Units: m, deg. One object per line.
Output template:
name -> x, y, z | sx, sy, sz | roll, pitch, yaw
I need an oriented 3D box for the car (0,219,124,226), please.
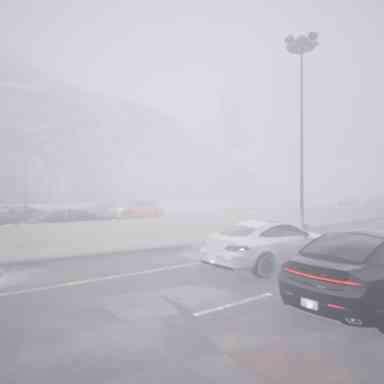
car -> -6.474, 1.583, 16.695 | 5.357, 1.411, 2.033 | 0, 0, -37

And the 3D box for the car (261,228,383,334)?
car -> 3.776, 1.512, 6.707 | 4.892, 1.490, 1.837 | 0, 0, -37

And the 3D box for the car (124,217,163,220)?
car -> -4.550, 1.402, 27.177 | 4.553, 1.767, 2.097 | 0, 0, -40

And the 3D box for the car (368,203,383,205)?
car -> 27.455, 1.404, 49.298 | 2.097, 1.767, 4.553 | 0, 0, 39

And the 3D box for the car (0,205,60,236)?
car -> -10.144, 1.534, 18.371 | 4.902, 1.511, 2.128 | 0, 0, -37

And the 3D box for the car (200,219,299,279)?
car -> 2.354, 1.540, 10.029 | 4.674, 1.442, 1.812 | 0, 0, -38

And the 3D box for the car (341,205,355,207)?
car -> 24.335, 1.536, 51.028 | 1.882, 1.535, 5.008 | 0, 0, 39
